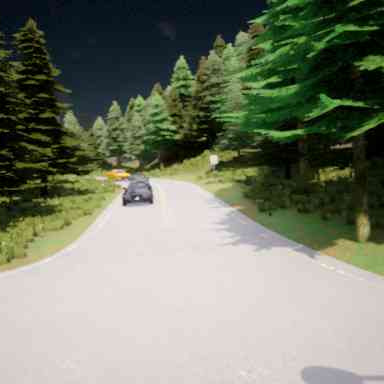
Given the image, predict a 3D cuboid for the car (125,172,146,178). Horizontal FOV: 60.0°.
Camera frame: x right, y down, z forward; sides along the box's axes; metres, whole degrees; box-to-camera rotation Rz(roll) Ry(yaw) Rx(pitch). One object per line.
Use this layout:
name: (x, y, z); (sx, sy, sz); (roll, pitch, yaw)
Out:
car: (-5.278, -1.091, 33.235); (2.128, 1.511, 4.902); (-4, 7, -10)

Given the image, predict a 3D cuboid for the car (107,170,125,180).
car: (-10.047, -2.268, 45.137); (1.882, 1.535, 5.008); (-5, 7, -33)

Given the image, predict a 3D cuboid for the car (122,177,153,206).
car: (-3.756, 0.038, 23.138); (1.994, 1.385, 4.181); (-4, 6, -6)
